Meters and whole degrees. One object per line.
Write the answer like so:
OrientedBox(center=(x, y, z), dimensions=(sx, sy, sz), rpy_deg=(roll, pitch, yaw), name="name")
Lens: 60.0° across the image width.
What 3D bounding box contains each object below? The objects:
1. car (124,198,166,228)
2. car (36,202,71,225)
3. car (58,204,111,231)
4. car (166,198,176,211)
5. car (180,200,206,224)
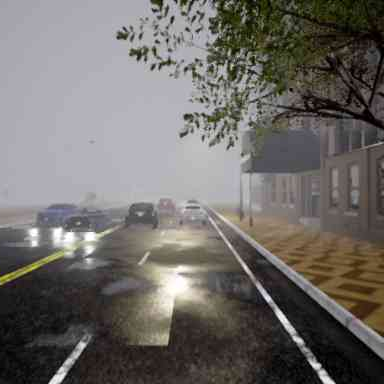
OrientedBox(center=(-3.195, 1.431, 22.708), dimensions=(2.097, 1.767, 4.553), rpy_deg=(0, 0, 0), name="car")
OrientedBox(center=(-9.824, 1.569, 24.954), dimensions=(1.882, 1.535, 5.008), rpy_deg=(0, 0, 0), name="car")
OrientedBox(center=(-6.593, 1.641, 21.296), dimensions=(1.994, 1.385, 4.181), rpy_deg=(0, 0, 0), name="car")
OrientedBox(center=(-3.192, 1.496, 42.275), dimensions=(2.097, 1.767, 4.553), rpy_deg=(0, 0, 0), name="car")
OrientedBox(center=(0.058, 1.612, 25.349), dimensions=(1.812, 1.442, 4.674), rpy_deg=(0, 0, 0), name="car")
